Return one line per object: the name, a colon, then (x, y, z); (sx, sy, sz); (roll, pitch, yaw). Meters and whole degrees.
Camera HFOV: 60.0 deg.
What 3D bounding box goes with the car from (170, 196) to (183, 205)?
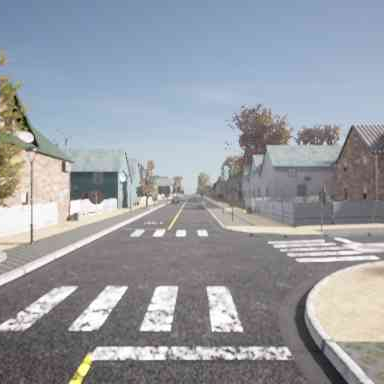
car: (-2.784, 1.486, 60.371); (1.837, 1.490, 4.892); (0, 0, 0)
